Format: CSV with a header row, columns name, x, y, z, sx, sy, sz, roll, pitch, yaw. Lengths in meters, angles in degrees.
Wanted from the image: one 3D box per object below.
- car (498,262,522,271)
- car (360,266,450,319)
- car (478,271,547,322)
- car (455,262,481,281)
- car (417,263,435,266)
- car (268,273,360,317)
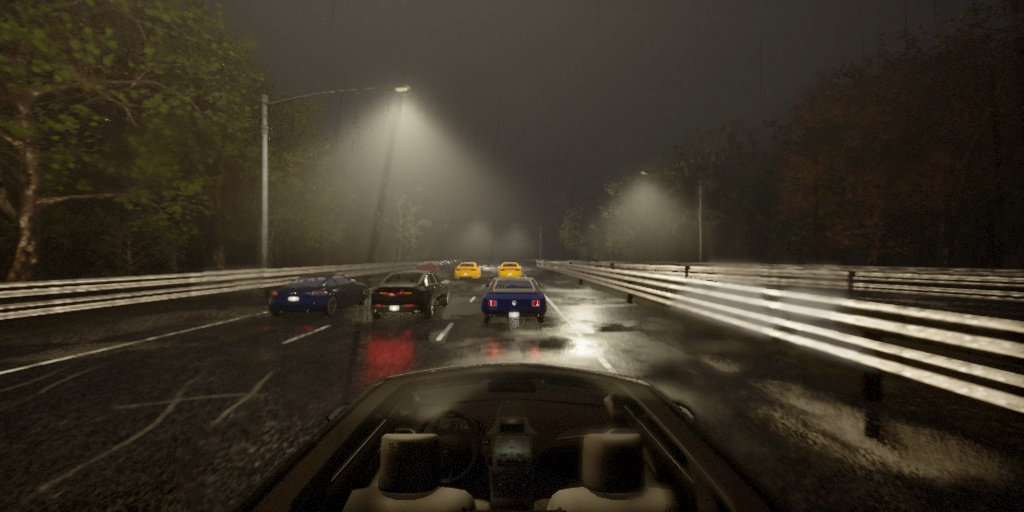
name,x,y,z,sx,sy,sz,roll,pitch,yaw
car,-0.196,1.282,30.542,1.882,1.535,5.008,0,0,-1
car,-3.457,1.274,12.898,1.837,1.490,4.892,0,0,0
car,0.051,1.368,12.322,1.895,1.301,4.718,0,0,0
car,-3.699,1.284,30.663,1.882,1.535,5.008,0,0,-1
car,-7.187,1.332,30.122,1.812,1.442,4.674,0,0,-1
car,-6.962,1.335,13.410,1.994,1.385,4.181,0,0,0
